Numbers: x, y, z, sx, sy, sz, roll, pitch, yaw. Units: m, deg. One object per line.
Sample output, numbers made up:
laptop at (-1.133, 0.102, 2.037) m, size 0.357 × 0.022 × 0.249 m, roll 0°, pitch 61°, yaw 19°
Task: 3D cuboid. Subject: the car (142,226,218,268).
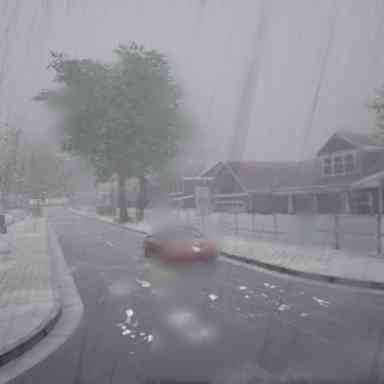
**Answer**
car at (-0.641, 2.062, 13.482) m, size 1.994 × 1.385 × 4.181 m, roll -2°, pitch -2°, yaw -23°
